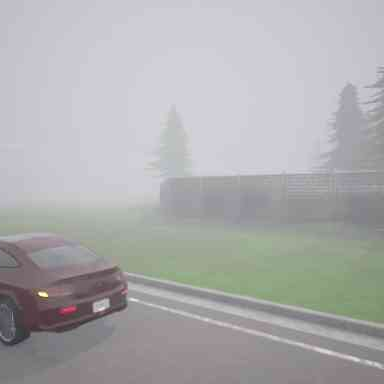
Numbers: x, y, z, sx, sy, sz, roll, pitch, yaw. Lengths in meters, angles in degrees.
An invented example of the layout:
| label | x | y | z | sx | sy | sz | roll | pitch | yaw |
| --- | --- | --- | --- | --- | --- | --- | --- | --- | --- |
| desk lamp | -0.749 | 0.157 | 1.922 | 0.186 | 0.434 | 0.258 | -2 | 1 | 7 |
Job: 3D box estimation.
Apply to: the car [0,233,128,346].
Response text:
| label | x | y | z | sx | sy | sz | roll | pitch | yaw |
| --- | --- | --- | --- | --- | --- | --- | --- | --- | --- |
| car | -3.223 | 1.515 | 6.292 | 4.674 | 1.442 | 1.812 | 0 | 0 | 36 |
